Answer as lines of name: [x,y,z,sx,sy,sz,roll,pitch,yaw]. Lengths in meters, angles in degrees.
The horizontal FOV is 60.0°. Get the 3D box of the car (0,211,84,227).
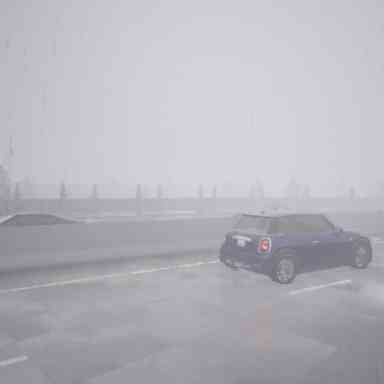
car: [-6.284,1.457,12.202,4.674,1.442,1.812,0,0,-34]

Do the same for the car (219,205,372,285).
car: [3.081,1.324,9.572,4.553,1.767,2.097,0,0,-31]

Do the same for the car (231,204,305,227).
car: [5.222,1.531,22.781,4.718,1.301,1.895,0,0,-25]
